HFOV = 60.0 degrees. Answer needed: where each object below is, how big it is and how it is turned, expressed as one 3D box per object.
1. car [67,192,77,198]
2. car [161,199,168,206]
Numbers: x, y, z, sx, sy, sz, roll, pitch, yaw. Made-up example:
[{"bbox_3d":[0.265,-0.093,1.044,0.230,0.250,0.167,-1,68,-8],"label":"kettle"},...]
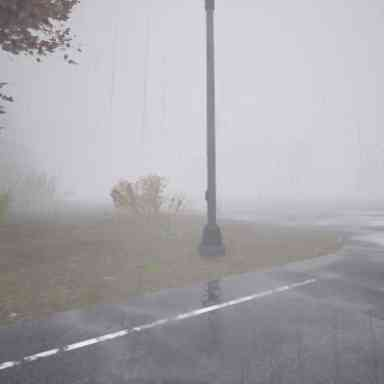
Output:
[{"bbox_3d":[-26.049,0.546,71.068,1.895,1.301,4.718,-2,2,-31],"label":"car"},{"bbox_3d":[-4.642,0.935,39.993,1.812,1.442,4.674,-2,2,-35],"label":"car"}]
